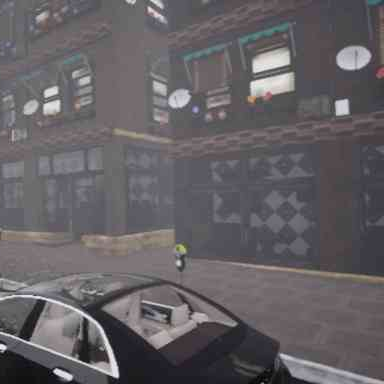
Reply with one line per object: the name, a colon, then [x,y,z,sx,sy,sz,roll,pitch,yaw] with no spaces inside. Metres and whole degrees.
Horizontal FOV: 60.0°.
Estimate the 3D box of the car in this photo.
car: [-1.217,1.561,3.568,4.403,1.369,2.008,-1,-1,34]
